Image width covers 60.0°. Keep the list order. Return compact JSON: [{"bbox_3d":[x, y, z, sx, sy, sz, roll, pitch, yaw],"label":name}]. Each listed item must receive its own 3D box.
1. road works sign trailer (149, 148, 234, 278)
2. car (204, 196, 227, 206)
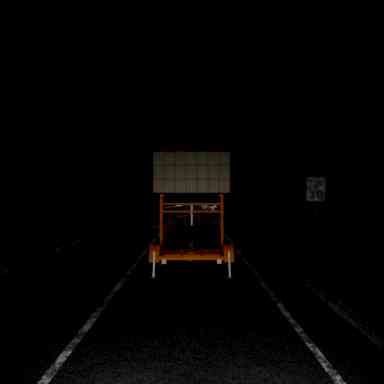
[{"bbox_3d":[-0.011,0.467,10.114,2.380,3.560,2.880,0,0,0],"label":"road works sign trailer"},{"bbox_3d":[3.905,1.385,55.055,1.882,1.535,5.008,-1,0,35],"label":"car"}]
